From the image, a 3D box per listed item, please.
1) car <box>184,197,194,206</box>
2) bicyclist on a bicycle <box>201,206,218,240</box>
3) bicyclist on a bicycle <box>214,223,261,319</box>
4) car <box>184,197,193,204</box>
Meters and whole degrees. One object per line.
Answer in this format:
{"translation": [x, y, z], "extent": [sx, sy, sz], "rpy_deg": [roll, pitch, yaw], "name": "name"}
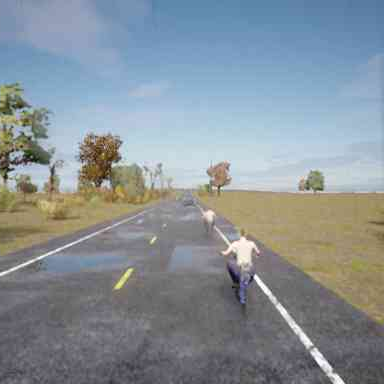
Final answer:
{"translation": [-0.526, 1.727, 58.660], "extent": [2.128, 1.511, 4.902], "rpy_deg": [0, 0, -1], "name": "car"}
{"translation": [0.876, 1.505, 16.499], "extent": [0.866, 1.612, 1.509], "rpy_deg": [0, 0, -1], "name": "bicyclist on a bicycle"}
{"translation": [0.965, 1.464, 6.473], "extent": [0.866, 1.612, 1.509], "rpy_deg": [0, 0, -1], "name": "bicyclist on a bicycle"}
{"translation": [-0.810, 1.845, 73.771], "extent": [1.994, 1.385, 4.181], "rpy_deg": [0, 0, -1], "name": "car"}
